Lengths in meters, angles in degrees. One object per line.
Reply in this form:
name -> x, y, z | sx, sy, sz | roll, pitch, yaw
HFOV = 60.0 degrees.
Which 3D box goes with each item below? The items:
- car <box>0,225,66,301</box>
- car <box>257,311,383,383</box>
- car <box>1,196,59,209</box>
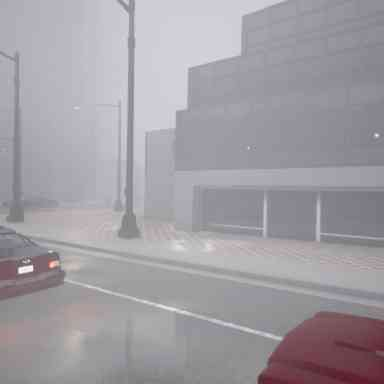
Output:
car -> -5.150, 1.460, 7.669 | 5.357, 1.411, 2.033 | 1, 0, 35
car -> 2.763, 1.602, 2.023 | 4.718, 1.301, 1.895 | 0, 0, 35
car -> -16.348, 1.081, 33.941 | 2.033, 1.411, 5.357 | 1, 1, 36
